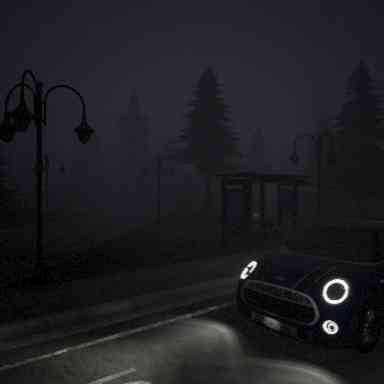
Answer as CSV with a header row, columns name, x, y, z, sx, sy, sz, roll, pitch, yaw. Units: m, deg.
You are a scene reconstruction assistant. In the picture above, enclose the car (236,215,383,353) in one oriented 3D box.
name,x,y,z,sx,sy,sz,roll,pitch,yaw
car,2.954,1.352,6.307,4.553,1.767,2.097,0,0,-38
